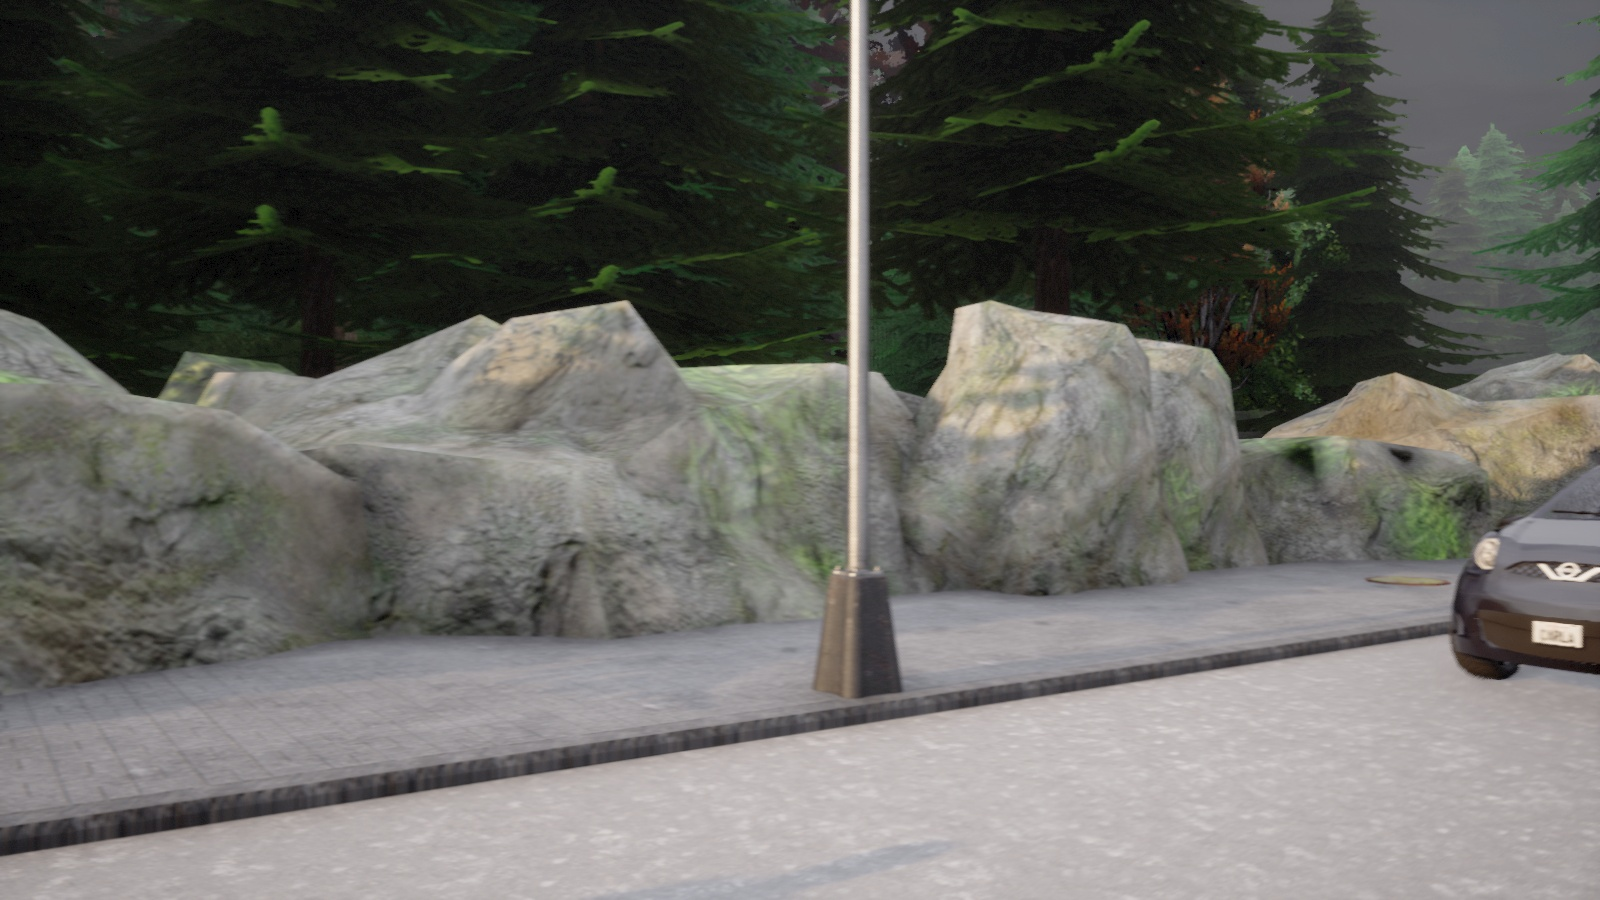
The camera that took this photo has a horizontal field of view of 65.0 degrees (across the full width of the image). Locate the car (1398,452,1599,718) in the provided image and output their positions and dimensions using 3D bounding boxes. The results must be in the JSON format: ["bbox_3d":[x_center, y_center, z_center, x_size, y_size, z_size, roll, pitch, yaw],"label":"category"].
[{"bbox_3d":[5.863,0.767,8.349,3.633,1.501,1.845,0,0,-35],"label":"car"}]
